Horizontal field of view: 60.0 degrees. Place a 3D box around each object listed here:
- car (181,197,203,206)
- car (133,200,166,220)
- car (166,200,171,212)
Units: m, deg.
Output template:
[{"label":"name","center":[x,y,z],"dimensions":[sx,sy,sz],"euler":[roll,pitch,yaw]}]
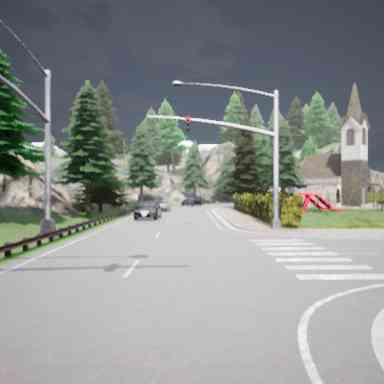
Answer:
[{"label":"car","center":[-0.013,1.504,51.635],"dimensions":[1.994,1.385,4.181],"euler":[0,0,30]},{"label":"car","center":[-3.605,1.459,27.588],"dimensions":[2.128,1.511,4.902],"euler":[0,0,0]},{"label":"car","center":[-3.560,1.557,37.590],"dimensions":[1.895,1.301,4.718],"euler":[0,0,2]}]
